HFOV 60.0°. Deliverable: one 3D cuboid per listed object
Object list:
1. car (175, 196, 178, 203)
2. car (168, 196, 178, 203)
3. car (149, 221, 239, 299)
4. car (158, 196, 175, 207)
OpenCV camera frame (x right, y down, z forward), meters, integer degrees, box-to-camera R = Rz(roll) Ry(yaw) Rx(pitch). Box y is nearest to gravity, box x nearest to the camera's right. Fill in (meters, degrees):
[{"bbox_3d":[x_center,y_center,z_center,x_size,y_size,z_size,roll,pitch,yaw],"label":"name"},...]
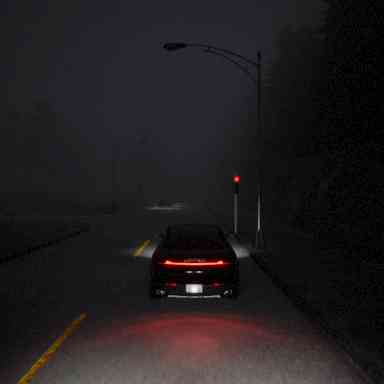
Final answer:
[{"bbox_3d":[-4.057,1.475,60.531,1.882,1.535,5.008,0,0,0],"label":"car"},{"bbox_3d":[-3.983,1.520,70.733,1.812,1.442,4.674,0,0,0],"label":"car"},{"bbox_3d":[0.061,1.505,8.459,1.837,1.490,4.892,0,0,0],"label":"car"},{"bbox_3d":[-4.082,1.476,51.186,1.882,1.535,5.008,0,0,0],"label":"car"}]
